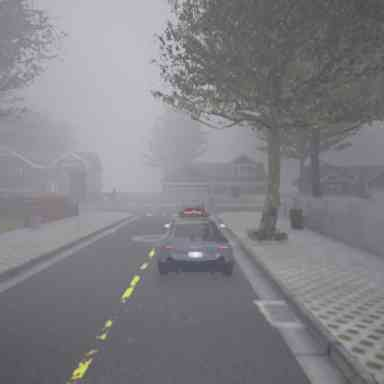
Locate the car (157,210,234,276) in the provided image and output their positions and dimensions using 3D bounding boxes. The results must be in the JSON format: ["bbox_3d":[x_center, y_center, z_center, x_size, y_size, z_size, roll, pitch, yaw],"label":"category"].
[{"bbox_3d":[0.091,1.451,10.007,1.994,1.385,4.181,0,1,0],"label":"car"}]

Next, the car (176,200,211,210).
[{"bbox_3d":[0.105,1.274,20.552,1.837,1.490,4.892,0,1,1],"label":"car"}]

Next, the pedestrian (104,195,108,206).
[{"bbox_3d":[-9.786,0.922,37.868,0.375,1.300,0.375,0,1,-1],"label":"pedestrian"}]
